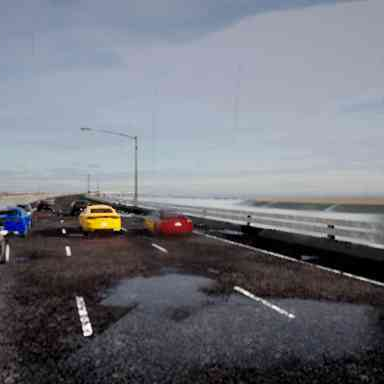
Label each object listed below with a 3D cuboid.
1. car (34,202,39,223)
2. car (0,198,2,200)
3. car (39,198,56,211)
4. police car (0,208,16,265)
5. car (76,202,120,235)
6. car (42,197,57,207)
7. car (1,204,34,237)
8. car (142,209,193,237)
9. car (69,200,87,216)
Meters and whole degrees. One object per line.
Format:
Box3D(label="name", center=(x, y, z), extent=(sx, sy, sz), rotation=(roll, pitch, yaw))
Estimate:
Box3D(label="car", center=(-12.192, 1.595, 23.585), extent=(1.837, 1.490, 4.892), rotation=(0, 0, -22))
Box3D(label="car", center=(-39.563, 1.717, 67.046), extent=(2.128, 1.511, 4.902), rotation=(0, 0, -21))
Box3D(label="car", center=(-18.454, 1.644, 41.956), extent=(2.128, 1.511, 4.902), rotation=(0, 0, -21))
Box3D(label="police car", center=(-6.174, 1.461, 8.904), extent=(1.930, 1.638, 5.238), rotation=(0, 0, -22))
Box3D(label="car", center=(-5.467, 1.556, 19.428), extent=(1.882, 1.535, 5.008), rotation=(0, -1, -22))
Box3D(label="car", center=(-24.515, 1.692, 57.267), extent=(2.128, 1.511, 4.902), rotation=(0, 0, -21))
Box3D(label="car", center=(-9.929, 1.548, 18.037), extent=(1.882, 1.535, 5.008), rotation=(0, 0, -22))
Box3D(label="car", center=(-1.483, 1.642, 18.934), extent=(1.994, 1.385, 4.181), rotation=(0, 0, -22))
Box3D(label="car", center=(-11.629, 1.608, 34.614), extent=(1.882, 1.535, 5.008), rotation=(0, 0, -22))
